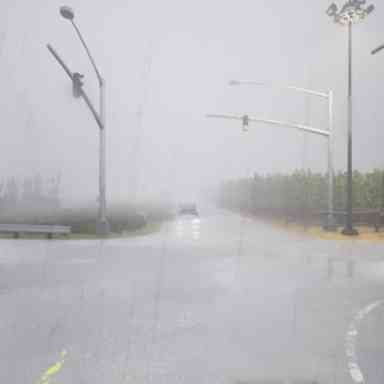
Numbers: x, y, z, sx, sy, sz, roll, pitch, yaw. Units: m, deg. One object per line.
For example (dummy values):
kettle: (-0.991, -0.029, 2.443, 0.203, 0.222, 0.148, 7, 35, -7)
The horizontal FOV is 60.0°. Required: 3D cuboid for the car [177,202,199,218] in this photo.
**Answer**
car: (-0.418, 1.570, 30.728, 1.895, 1.301, 4.718, 0, 0, -3)
